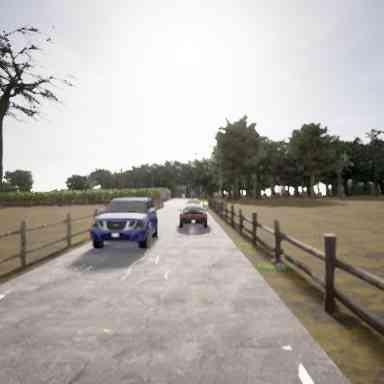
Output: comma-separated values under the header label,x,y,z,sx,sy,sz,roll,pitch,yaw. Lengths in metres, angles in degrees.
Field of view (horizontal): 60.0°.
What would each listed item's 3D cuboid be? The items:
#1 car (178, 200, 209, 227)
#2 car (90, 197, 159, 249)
label,x,y,z,sx,sy,sz,roll,pitch,yaw
car,0.094,1.566,23.040,1.837,1.490,4.892,0,0,0
car,-2.815,1.264,15.154,2.150,2.045,5.566,0,0,1
